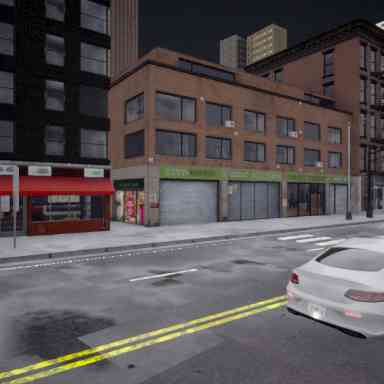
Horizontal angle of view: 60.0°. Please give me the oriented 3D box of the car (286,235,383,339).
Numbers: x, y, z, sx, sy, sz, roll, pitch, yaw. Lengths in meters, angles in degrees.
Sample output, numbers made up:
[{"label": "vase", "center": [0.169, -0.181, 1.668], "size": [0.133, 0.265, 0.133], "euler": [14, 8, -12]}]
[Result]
[{"label": "car", "center": [3.717, 1.528, 6.092], "size": [4.674, 1.442, 1.812], "euler": [0, 0, -34]}]
